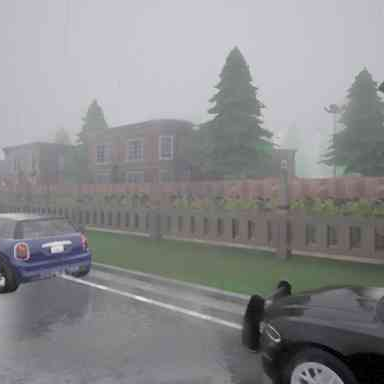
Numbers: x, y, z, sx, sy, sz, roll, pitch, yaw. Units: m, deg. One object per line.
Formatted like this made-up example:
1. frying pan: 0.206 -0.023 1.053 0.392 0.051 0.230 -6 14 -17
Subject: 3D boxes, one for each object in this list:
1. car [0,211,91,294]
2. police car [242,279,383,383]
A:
1. car: -4.792 1.342 9.042 4.553 1.767 2.097 0 0 38
2. police car: 2.950 1.426 2.937 5.238 1.638 1.930 0 0 38
